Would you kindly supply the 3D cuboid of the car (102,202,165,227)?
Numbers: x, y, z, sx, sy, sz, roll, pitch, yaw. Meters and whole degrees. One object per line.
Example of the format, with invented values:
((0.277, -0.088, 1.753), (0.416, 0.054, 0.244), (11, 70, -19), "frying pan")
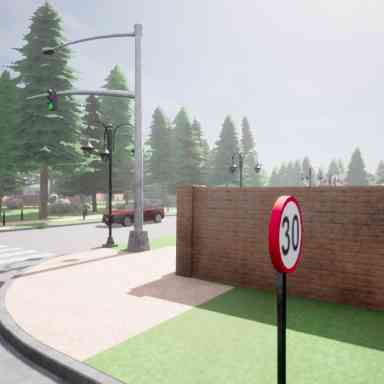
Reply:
((-3.973, 1.464, 23.129), (1.882, 1.535, 5.008), (0, 0, 35), "car")
